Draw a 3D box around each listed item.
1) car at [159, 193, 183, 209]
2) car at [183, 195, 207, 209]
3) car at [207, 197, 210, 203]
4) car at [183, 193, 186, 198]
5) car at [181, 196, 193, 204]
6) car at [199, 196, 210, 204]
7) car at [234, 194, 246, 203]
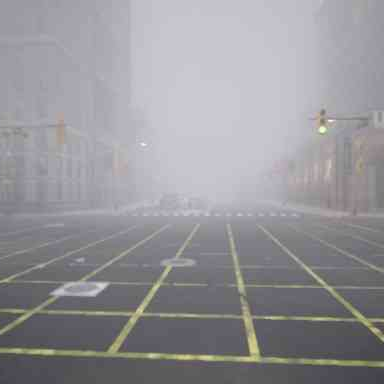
[{"bbox_3d":[-2.987,1.200,45.434,2.150,2.045,5.566,0,0,5],"label":"car"},{"bbox_3d":[0.481,1.449,44.860,2.128,1.511,4.902,0,0,5],"label":"car"},{"bbox_3d":[1.419,1.490,54.789,2.033,1.411,5.357,0,0,6],"label":"car"},{"bbox_3d":[-2.017,1.185,55.554,2.150,2.045,5.566,0,0,6],"label":"car"},{"bbox_3d":[-1.000,1.549,65.792,1.895,1.301,4.718,0,0,5],"label":"car"},{"bbox_3d":[2.444,1.528,65.045,1.895,1.301,4.718,0,0,5],"label":"car"},{"bbox_3d":[9.659,1.233,66.968,2.097,1.767,4.553,0,0,5],"label":"car"}]
